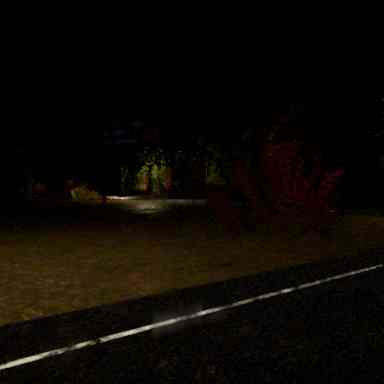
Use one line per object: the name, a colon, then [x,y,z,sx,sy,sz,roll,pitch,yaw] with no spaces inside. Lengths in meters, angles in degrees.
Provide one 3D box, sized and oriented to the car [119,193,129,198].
car: [-18.830,0.896,92.174,1.882,1.535,5.008,0,0,-27]
